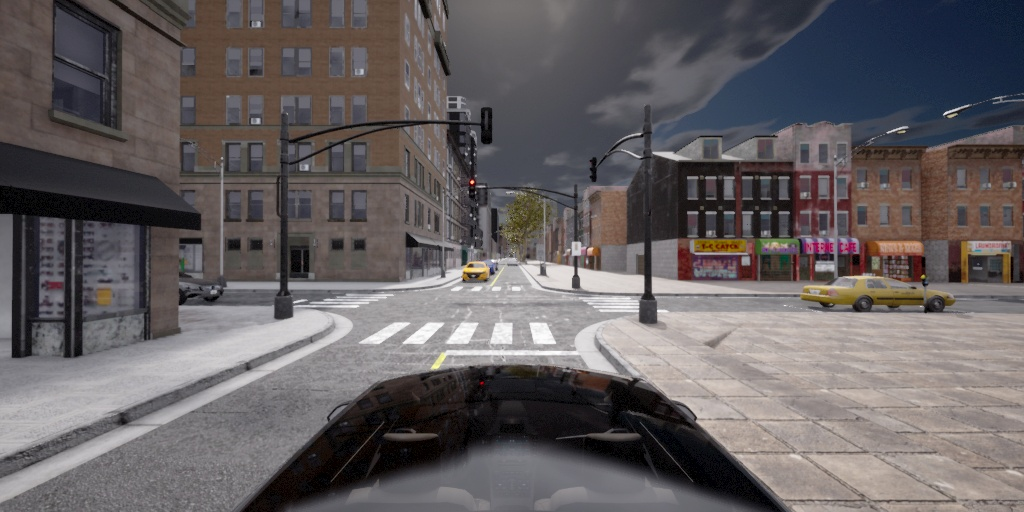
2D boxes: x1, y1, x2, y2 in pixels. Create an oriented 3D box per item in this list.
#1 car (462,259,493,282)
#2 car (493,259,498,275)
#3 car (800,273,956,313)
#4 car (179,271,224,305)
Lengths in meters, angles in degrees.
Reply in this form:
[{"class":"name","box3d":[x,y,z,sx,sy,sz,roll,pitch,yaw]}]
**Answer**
[{"class":"car","box3d":[-2.849,1.212,28.913,1.882,1.535,5.008,0,0,0]},{"class":"car","box3d":[-2.859,1.205,39.188,1.882,1.535,5.008,0,0,0]},{"class":"car","box3d":[13.881,1.345,13.694,4.829,1.417,1.751,0,0,0]},{"class":"car","box3d":[-14.412,1.194,14.520,4.674,1.442,1.812,0,0,0]}]
